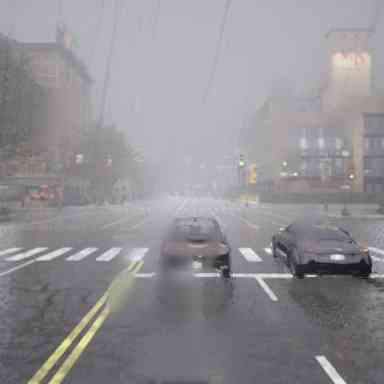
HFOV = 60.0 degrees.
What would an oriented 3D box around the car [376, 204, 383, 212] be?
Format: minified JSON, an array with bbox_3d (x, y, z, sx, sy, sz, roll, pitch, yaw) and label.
[{"bbox_3d":[23.370,1.594,37.363,4.902,1.511,2.128,0,0,1],"label":"car"}]

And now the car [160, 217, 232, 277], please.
[{"bbox_3d":[0.100,1.520,10.296,2.128,1.511,4.902,0,0,0],"label":"car"}]

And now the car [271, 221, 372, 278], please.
[{"bbox_3d":[3.724,1.593,10.252,1.994,1.385,4.181,0,0,3],"label":"car"}]
